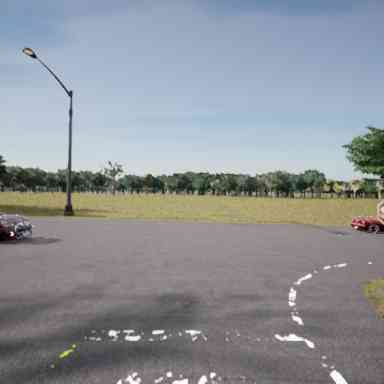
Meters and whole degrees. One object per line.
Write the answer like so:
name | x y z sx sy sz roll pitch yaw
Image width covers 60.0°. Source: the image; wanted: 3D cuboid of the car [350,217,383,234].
car | 13.018 2.066 21.820 4.718 1.301 1.895 2 1 0

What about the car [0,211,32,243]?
car | -9.717 1.276 14.973 4.553 1.767 2.097 1 1 0
